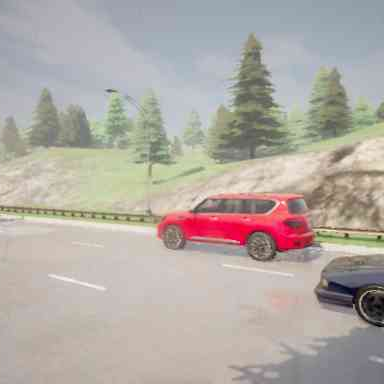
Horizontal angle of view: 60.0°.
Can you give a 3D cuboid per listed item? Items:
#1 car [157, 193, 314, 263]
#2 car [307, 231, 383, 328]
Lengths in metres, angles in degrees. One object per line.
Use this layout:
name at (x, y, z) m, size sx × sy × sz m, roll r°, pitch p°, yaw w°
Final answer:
car at (1.365, 1.061, 11.620) m, size 5.566 × 2.045 × 2.150 m, roll 1°, pitch 1°, yaw 34°
car at (4.822, 1.466, 5.117) m, size 5.357 × 1.411 × 2.033 m, roll 0°, pitch 1°, yaw 33°
